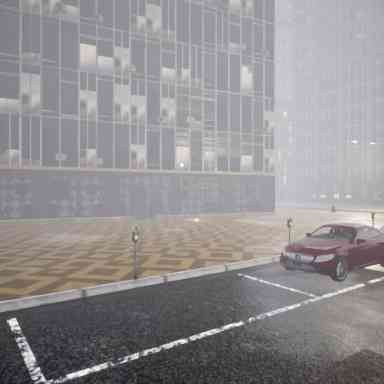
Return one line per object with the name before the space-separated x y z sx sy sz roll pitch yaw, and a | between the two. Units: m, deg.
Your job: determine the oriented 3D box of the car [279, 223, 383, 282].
car | 4.383 1.579 9.697 4.206 1.307 1.802 0 0 -36
